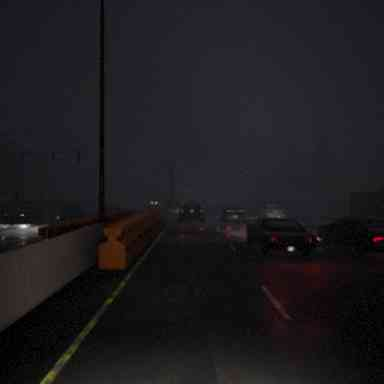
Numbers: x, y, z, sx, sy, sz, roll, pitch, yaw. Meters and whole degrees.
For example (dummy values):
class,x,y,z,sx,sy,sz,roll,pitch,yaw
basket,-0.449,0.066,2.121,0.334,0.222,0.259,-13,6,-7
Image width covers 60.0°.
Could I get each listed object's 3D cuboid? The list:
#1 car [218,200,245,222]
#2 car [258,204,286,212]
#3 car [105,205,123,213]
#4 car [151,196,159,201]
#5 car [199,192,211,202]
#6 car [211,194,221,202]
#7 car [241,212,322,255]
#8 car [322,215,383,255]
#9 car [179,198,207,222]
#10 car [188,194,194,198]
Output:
class,x,y,z,sx,sy,sz,roll,pitch,yaw
car,3.493,1.771,29.144,2.128,1.511,4.902,0,0,0
car,6.994,1.805,29.233,1.812,1.442,4.674,0,0,0
car,-7.017,1.838,28.509,1.994,1.385,4.181,0,-1,0
car,-10.658,1.845,94.637,2.128,1.511,4.902,0,3,0
car,3.371,1.802,89.947,2.097,1.767,4.553,0,3,0
car,6.870,1.970,90.006,1.812,1.442,4.674,0,3,0
car,3.496,1.735,13.958,1.895,1.301,4.718,0,-1,0
car,6.995,1.680,13.843,2.033,1.411,5.357,0,-1,0
car,-0.009,1.627,28.934,2.097,1.767,4.553,0,-1,0
car,-0.129,1.970,89.964,2.128,1.511,4.902,0,3,0
